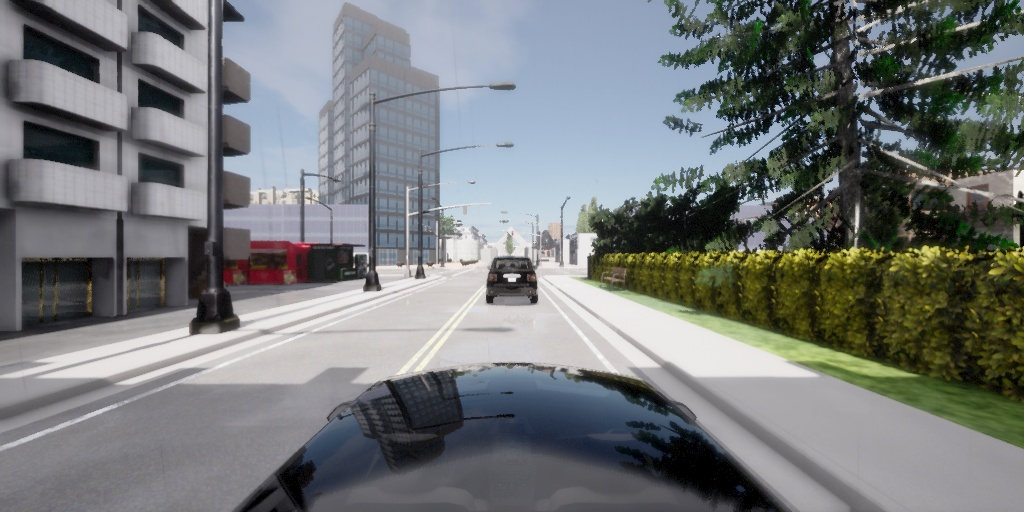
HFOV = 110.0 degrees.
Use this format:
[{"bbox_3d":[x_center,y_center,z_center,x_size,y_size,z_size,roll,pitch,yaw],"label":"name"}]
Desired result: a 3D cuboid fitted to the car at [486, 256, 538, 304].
[{"bbox_3d":[0.000,1.007,16.530,2.150,2.045,5.566,0,0,0],"label":"car"}]
